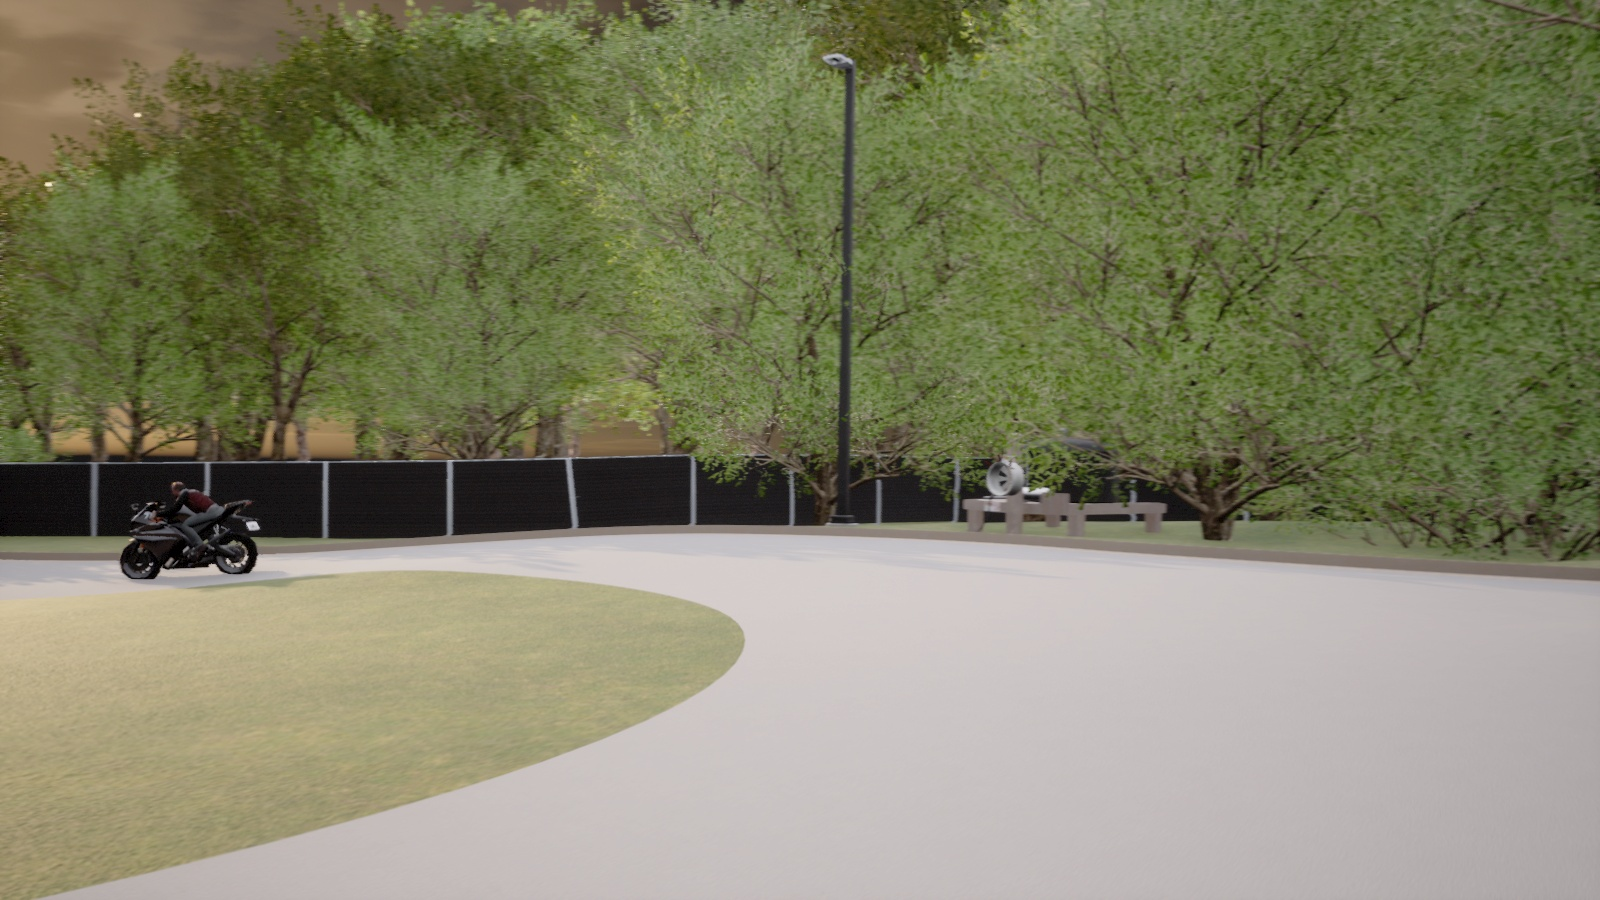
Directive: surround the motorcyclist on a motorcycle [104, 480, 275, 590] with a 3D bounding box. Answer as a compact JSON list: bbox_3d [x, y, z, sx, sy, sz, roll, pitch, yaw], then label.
[{"bbox_3d":[-9.488,1.315,19.575,2.191,1.530,0.866,-4,-1,5],"label":"motorcyclist on a motorcycle"}]
